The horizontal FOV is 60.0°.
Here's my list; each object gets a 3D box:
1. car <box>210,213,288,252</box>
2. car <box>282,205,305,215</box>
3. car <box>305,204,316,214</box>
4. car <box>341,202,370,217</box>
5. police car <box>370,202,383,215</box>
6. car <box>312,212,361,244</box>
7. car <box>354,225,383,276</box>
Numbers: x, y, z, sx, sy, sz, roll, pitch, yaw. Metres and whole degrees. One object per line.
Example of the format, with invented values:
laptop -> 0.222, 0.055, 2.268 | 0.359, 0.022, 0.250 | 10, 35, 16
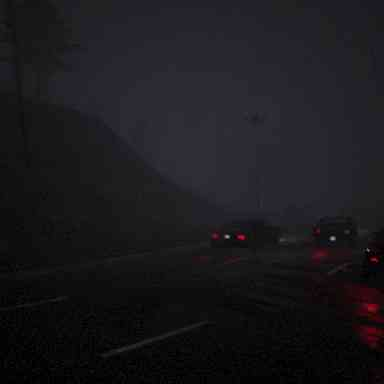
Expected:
car -> 2.786, 1.965, 16.137 | 2.033, 1.411, 5.357 | -2, -2, 31
car -> 14.412, 2.650, 48.464 | 2.033, 1.411, 5.357 | -1, -2, 6
car -> 18.275, 2.667, 52.586 | 1.812, 1.442, 4.674 | -1, -2, 7
car -> 20.033, 2.260, 41.382 | 1.882, 1.535, 5.008 | -1, -2, 11
police car -> 24.184, 2.213, 44.574 | 1.930, 1.638, 5.238 | -1, -2, 9
car -> 7.806, 1.964, 17.900 | 1.895, 1.301, 4.718 | -2, -2, 28
car -> 6.619, 1.693, 10.212 | 1.812, 1.442, 4.674 | -2, -1, 39
